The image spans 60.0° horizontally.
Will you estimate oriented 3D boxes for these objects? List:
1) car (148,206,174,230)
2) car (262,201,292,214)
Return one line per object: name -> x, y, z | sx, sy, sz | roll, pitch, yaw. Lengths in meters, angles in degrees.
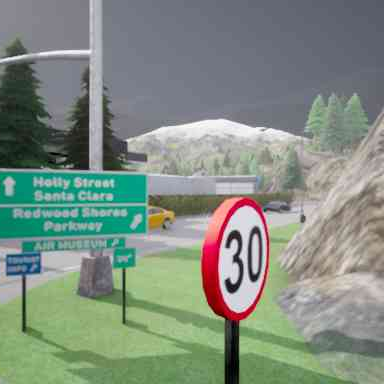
car -> -3.156, 1.640, 20.659 | 1.882, 1.535, 5.008 | 0, 0, 36
car -> 9.915, 1.710, 38.588 | 2.033, 1.411, 5.357 | 0, 0, 36
